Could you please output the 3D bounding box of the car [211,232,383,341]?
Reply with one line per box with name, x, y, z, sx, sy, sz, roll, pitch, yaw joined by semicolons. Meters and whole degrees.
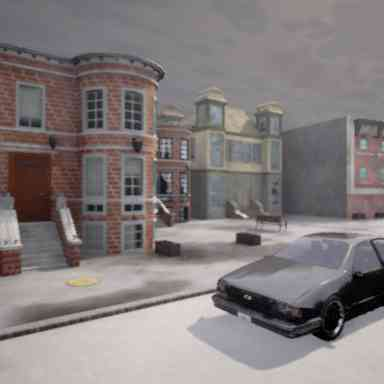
car;2.953;1.556;6.716;5.357;1.411;2.033;0;0;-36
